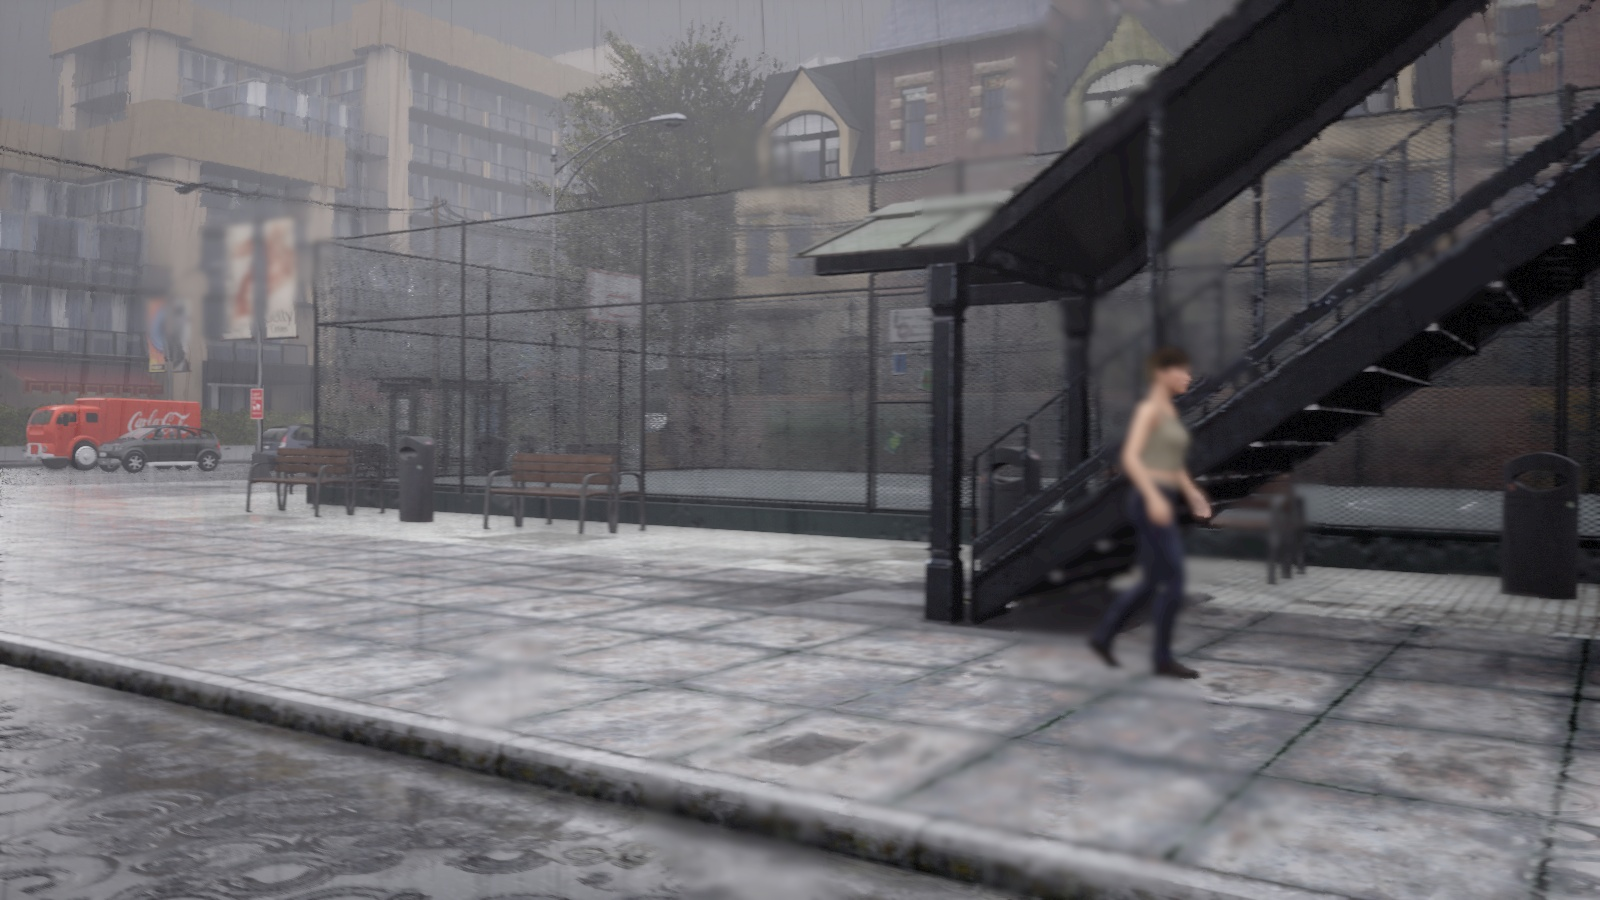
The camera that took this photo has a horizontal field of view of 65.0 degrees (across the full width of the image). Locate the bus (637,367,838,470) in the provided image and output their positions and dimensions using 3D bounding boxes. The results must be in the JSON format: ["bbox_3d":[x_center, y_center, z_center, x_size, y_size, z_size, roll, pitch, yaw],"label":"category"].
[{"bbox_3d":[-2.586,-1.405,57.269,3.944,4.253,10.273,0,1,32],"label":"bus"}]

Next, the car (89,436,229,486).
[{"bbox_3d":[-21.134,0.333,41.500,1.789,1.549,3.705,0,1,33],"label":"car"}]

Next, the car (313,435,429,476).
[{"bbox_3d":[-16.530,0.181,48.539,1.970,1.475,3.806,0,1,33],"label":"car"}]

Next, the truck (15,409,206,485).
[{"bbox_3d":[-23.874,-0.132,43.692,2.627,2.467,5.204,0,1,33],"label":"truck"}]

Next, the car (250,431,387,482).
[{"bbox_3d":[-16.245,0.193,42.566,1.851,1.617,3.988,0,1,33],"label":"car"}]

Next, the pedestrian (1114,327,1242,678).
[{"bbox_3d":[2.066,0.276,6.861,0.594,1.836,0.345,0,1,31],"label":"pedestrian"}]
